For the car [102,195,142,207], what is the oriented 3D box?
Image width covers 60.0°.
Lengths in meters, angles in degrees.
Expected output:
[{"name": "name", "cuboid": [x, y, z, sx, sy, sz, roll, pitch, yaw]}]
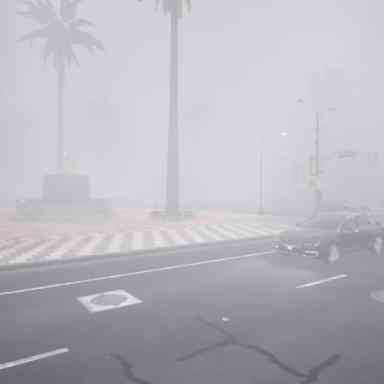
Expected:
[{"name": "car", "cuboid": [-10.555, 1.548, 51.450, 5.357, 1.411, 2.033, 0, 0, 10]}]

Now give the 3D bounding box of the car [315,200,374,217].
[{"name": "car", "cuboid": [14.607, 1.506, 32.205, 1.837, 1.490, 4.892, 0, -1, -37]}]

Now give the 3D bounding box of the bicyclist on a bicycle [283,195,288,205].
[{"name": "bicyclist on a bicycle", "cuboid": [15.275, 1.300, 54.474, 0.582, 1.620, 1.656, 0, 0, 42]}]

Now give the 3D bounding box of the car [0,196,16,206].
[{"name": "car", "cuboid": [-31.104, 1.505, 53.611, 4.892, 1.490, 1.837, 0, 0, -16]}]

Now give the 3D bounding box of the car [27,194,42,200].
[{"name": "car", "cuboid": [-26.045, 1.221, 58.555, 5.566, 2.045, 2.150, 0, 0, -10]}]

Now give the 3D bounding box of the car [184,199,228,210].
[{"name": "car", "cuboid": [1.479, 1.547, 42.384, 5.357, 1.411, 2.033, 0, 0, 37]}]

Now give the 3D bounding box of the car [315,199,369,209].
[{"name": "car", "cuboid": [12.851, 1.525, 28.713, 1.812, 1.442, 4.674, 0, 0, -36]}]

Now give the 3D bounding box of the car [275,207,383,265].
[{"name": "car", "cuboid": [5.044, 1.505, 11.864, 4.892, 1.490, 1.837, 0, 0, -36]}]

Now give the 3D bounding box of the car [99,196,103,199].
[{"name": "car", "cuboid": [-12.425, 1.352, 55.325, 4.553, 1.767, 2.097, 0, 0, 8]}]

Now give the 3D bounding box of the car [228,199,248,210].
[{"name": "car", "cuboid": [5.178, 1.563, 43.628, 4.181, 1.385, 1.994, 0, 0, 40]}]
